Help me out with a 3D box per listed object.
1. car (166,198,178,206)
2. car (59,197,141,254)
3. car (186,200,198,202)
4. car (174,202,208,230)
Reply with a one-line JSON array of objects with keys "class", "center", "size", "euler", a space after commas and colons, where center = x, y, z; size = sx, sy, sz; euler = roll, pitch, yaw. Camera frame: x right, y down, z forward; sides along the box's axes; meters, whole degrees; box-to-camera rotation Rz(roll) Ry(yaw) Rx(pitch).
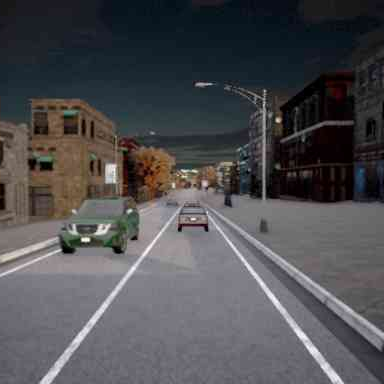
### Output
[{"class": "car", "center": [-3.335, 1.699, 56.471], "size": [1.895, 1.301, 4.718], "euler": [0, 0, 1]}, {"class": "car", "center": [-3.520, 1.226, 13.809], "size": [2.150, 2.045, 5.566], "euler": [0, 0, 0]}, {"class": "car", "center": [-0.011, 1.678, 42.894], "size": [1.895, 1.301, 4.718], "euler": [0, 0, 0]}, {"class": "car", "center": [0.063, 1.560, 20.975], "size": [2.033, 1.411, 5.357], "euler": [0, 0, 0]}]
